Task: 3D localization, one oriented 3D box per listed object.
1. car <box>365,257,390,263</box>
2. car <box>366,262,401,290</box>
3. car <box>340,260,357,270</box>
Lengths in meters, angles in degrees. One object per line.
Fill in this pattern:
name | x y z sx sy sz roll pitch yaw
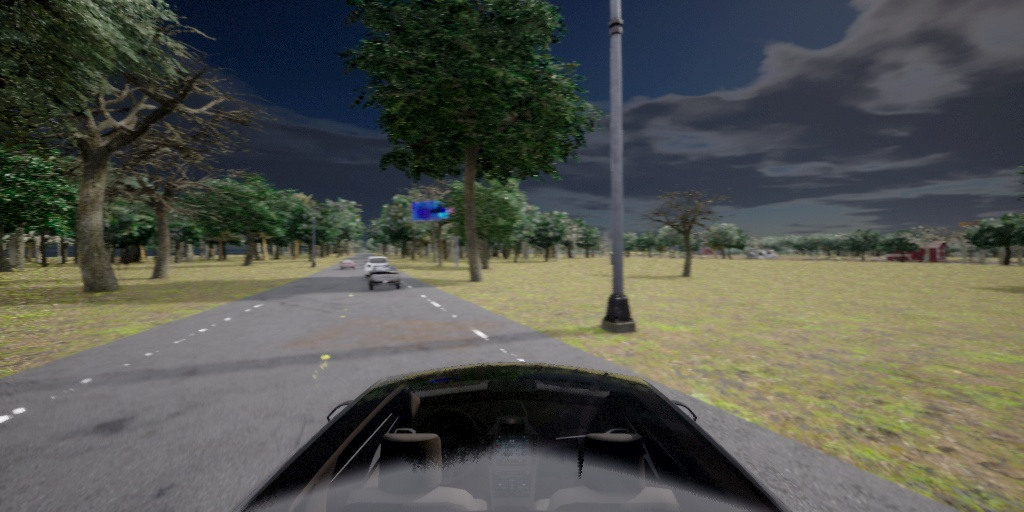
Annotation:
car | -13.500 1.079 36.052 2.150 2.045 5.566 0 1 -21
car | -8.490 1.353 23.788 2.128 1.511 4.902 0 0 -22
car | -23.966 1.250 52.467 1.812 1.442 4.674 0 1 -22
